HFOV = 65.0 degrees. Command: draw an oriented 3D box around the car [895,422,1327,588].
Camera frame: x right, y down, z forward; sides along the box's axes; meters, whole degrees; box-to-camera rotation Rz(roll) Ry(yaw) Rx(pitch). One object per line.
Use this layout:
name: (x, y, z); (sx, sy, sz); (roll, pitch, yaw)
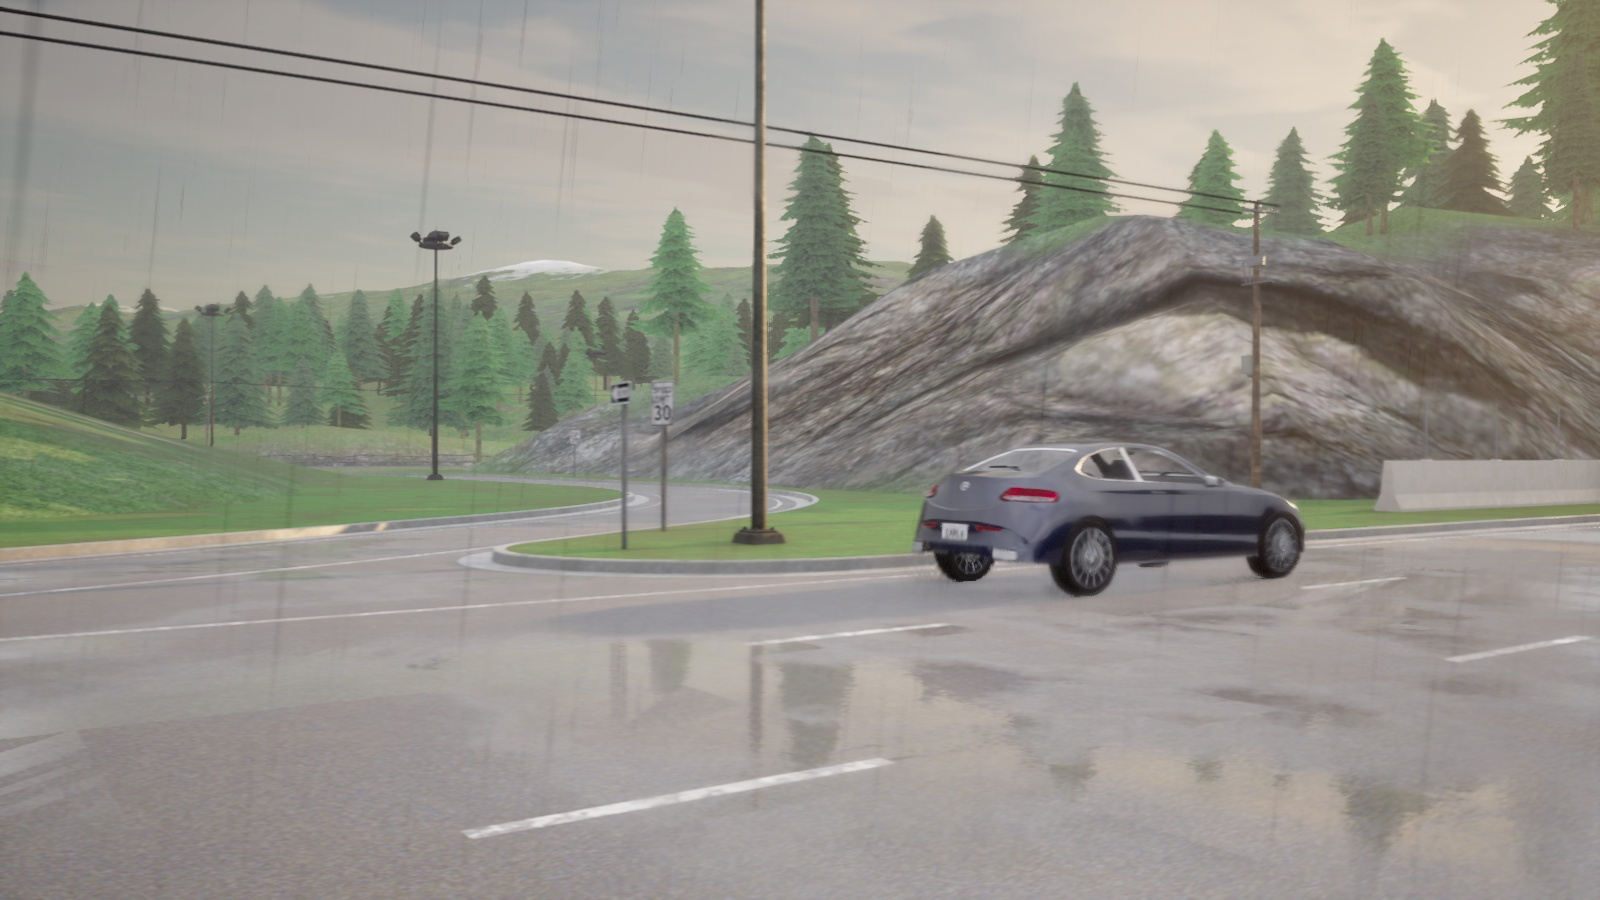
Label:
car: (3.762, 0.550, 14.807); (5.027, 1.651, 2.152); (0, 0, -35)
